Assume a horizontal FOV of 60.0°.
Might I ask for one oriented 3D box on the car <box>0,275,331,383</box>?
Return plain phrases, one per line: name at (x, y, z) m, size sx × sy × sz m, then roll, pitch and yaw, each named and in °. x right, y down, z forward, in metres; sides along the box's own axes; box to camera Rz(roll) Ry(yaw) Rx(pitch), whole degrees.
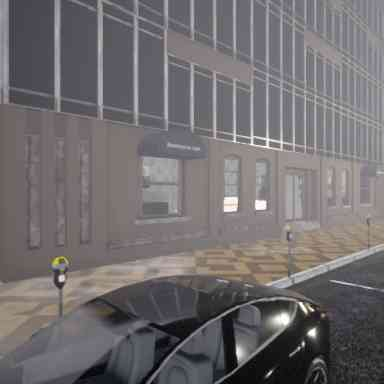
car at (-0.346, 1.566, 2.852) m, size 4.313 × 1.339 × 1.947 m, roll 0°, pitch 0°, yaw -44°
